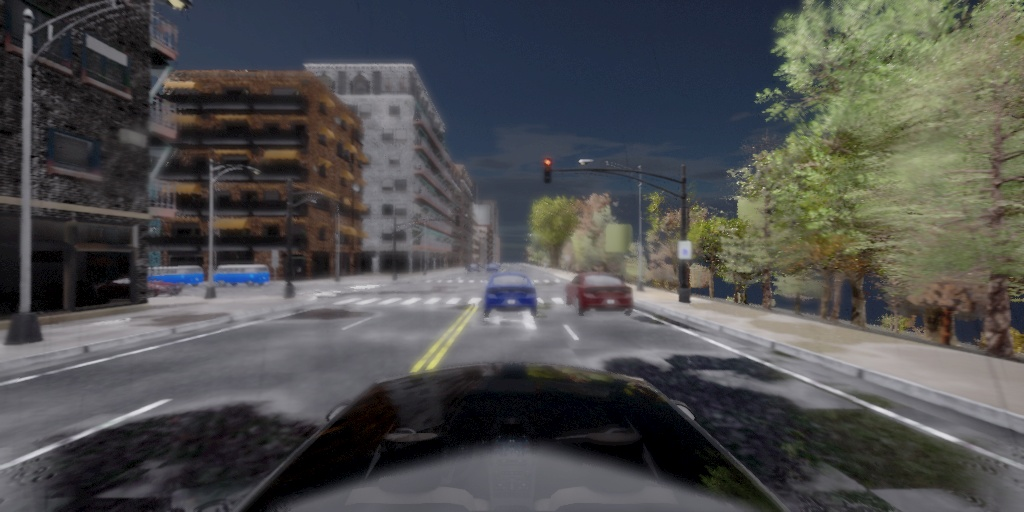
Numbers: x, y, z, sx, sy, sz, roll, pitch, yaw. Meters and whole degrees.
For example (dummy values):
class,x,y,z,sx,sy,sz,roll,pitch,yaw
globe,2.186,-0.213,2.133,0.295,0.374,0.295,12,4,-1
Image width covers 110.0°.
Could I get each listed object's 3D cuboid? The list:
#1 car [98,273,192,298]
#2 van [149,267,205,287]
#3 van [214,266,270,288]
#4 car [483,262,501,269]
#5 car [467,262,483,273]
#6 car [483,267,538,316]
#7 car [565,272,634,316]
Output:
class,x,y,z,sx,sy,sz,roll,pitch,yaw
car,-22.631,1.885,21.899,4.207,1.307,1.802,0,0,-1
van,-28.318,1.794,30.168,3.998,1.789,1.690,0,0,-1
van,-22.717,1.721,30.245,3.998,1.789,1.690,0,0,-1
car,-3.290,2.011,60.941,1.882,1.535,5.008,0,-1,1
car,-6.540,2.059,60.952,1.812,1.442,4.674,0,-1,1
car,-0.124,1.391,14.305,1.882,1.535,5.008,0,-1,-2
car,3.295,1.392,14.365,1.882,1.535,5.008,0,-1,0
